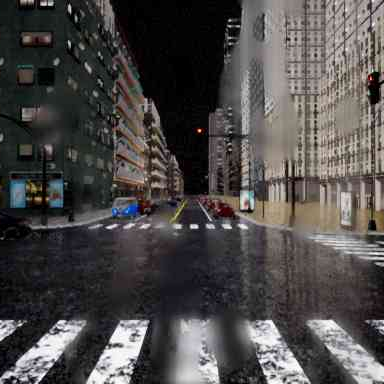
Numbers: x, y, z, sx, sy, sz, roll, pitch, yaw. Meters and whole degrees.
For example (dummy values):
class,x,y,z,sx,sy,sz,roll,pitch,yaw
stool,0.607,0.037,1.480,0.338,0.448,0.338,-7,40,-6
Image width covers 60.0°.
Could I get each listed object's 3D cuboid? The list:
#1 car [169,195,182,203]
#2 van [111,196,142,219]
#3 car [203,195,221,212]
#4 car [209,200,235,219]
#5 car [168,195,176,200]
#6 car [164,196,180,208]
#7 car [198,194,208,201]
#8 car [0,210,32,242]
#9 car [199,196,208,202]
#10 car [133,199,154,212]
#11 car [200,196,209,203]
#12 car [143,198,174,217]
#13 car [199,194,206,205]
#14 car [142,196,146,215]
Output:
class,x,y,z,sx,sy,sz,roll,pitch,yaw
car,-2.985,1.430,63.947,1.895,1.301,4.718,0,0,0
van,-5.675,1.348,28.436,1.690,1.788,3.998,0,0,0
car,2.708,1.451,39.489,1.967,1.590,4.097,0,0,0
car,2.704,1.588,28.433,1.802,1.307,4.206,0,0,0
car,-5.662,1.629,94.767,1.947,1.339,4.313,0,0,0
car,-3.086,1.617,47.946,1.895,1.301,4.718,0,0,0
car,2.718,1.364,83.710,2.192,1.841,5.009,0,0,0
car,-9.666,1.498,15.281,4.181,1.385,1.994,2,0,-19
car,2.715,1.625,78.181,1.802,1.307,4.206,0,0,0
car,-5.674,1.556,39.492,1.887,1.381,4.507,0,0,0
car,2.714,1.582,72.654,1.887,1.381,4.507,0,0,0
car,-3.092,1.571,31.380,1.994,1.385,4.181,0,0,0
car,2.711,1.462,56.071,1.967,1.590,4.097,0,0,0
car,-5.674,1.324,33.964,2.192,1.841,5.009,0,0,0
